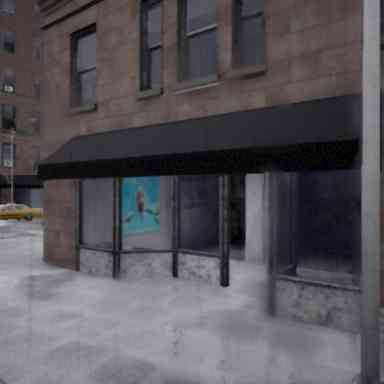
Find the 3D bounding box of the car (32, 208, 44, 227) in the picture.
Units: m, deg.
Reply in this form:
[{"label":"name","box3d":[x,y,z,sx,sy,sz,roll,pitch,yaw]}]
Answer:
[{"label":"car","box3d":[-6.636,1.537,19.688,2.008,1.369,4.403,0,0,36]}]

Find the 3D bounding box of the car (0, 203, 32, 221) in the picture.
[{"label":"car","box3d":[-13.634,1.486,24.560,1.752,1.417,4.829,0,0,36]}]
